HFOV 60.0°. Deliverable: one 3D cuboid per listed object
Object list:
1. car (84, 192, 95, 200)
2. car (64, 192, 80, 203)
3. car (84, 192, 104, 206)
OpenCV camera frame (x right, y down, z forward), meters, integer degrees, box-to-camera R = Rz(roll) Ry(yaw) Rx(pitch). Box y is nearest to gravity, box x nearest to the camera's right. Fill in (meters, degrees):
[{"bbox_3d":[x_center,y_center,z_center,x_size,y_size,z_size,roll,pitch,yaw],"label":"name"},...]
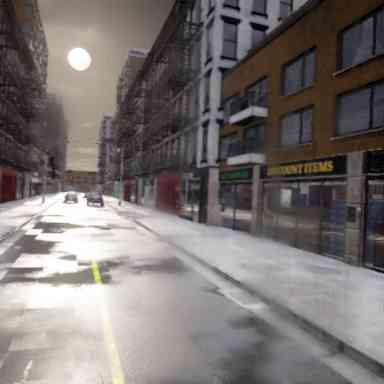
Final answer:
[{"bbox_3d":[-20.257,0.747,65.371,1.895,1.301,4.718,3,0,-19],"label":"car"},{"bbox_3d":[-16.853,0.745,46.601,2.128,1.511,4.902,3,0,-18],"label":"car"},{"bbox_3d":[-12.773,0.793,43.677,2.097,1.767,4.553,3,0,-19],"label":"car"}]
